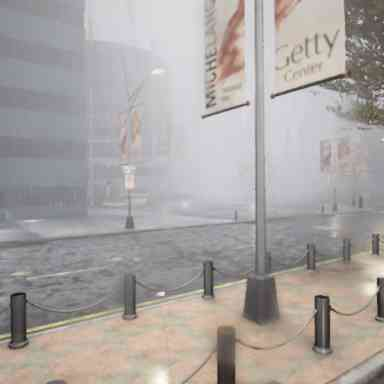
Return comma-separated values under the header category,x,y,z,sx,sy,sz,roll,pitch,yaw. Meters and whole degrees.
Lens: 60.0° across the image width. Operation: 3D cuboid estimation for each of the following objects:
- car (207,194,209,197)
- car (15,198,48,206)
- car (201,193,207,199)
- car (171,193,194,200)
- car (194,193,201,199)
category,x,y,z,sx,sy,sz,roll,pitch,yaw
car,1.858,0.951,83.863,4.902,1.511,2.128,0,0,26
car,-15.925,1.262,31.144,4.674,1.452,2.002,-1,0,-36
car,0.468,0.938,80.643,5.008,1.535,1.882,0,0,30
car,-2.660,1.126,74.369,4.718,1.301,1.895,0,0,30
car,-1.313,1.035,77.617,5.357,1.411,2.033,0,0,30
